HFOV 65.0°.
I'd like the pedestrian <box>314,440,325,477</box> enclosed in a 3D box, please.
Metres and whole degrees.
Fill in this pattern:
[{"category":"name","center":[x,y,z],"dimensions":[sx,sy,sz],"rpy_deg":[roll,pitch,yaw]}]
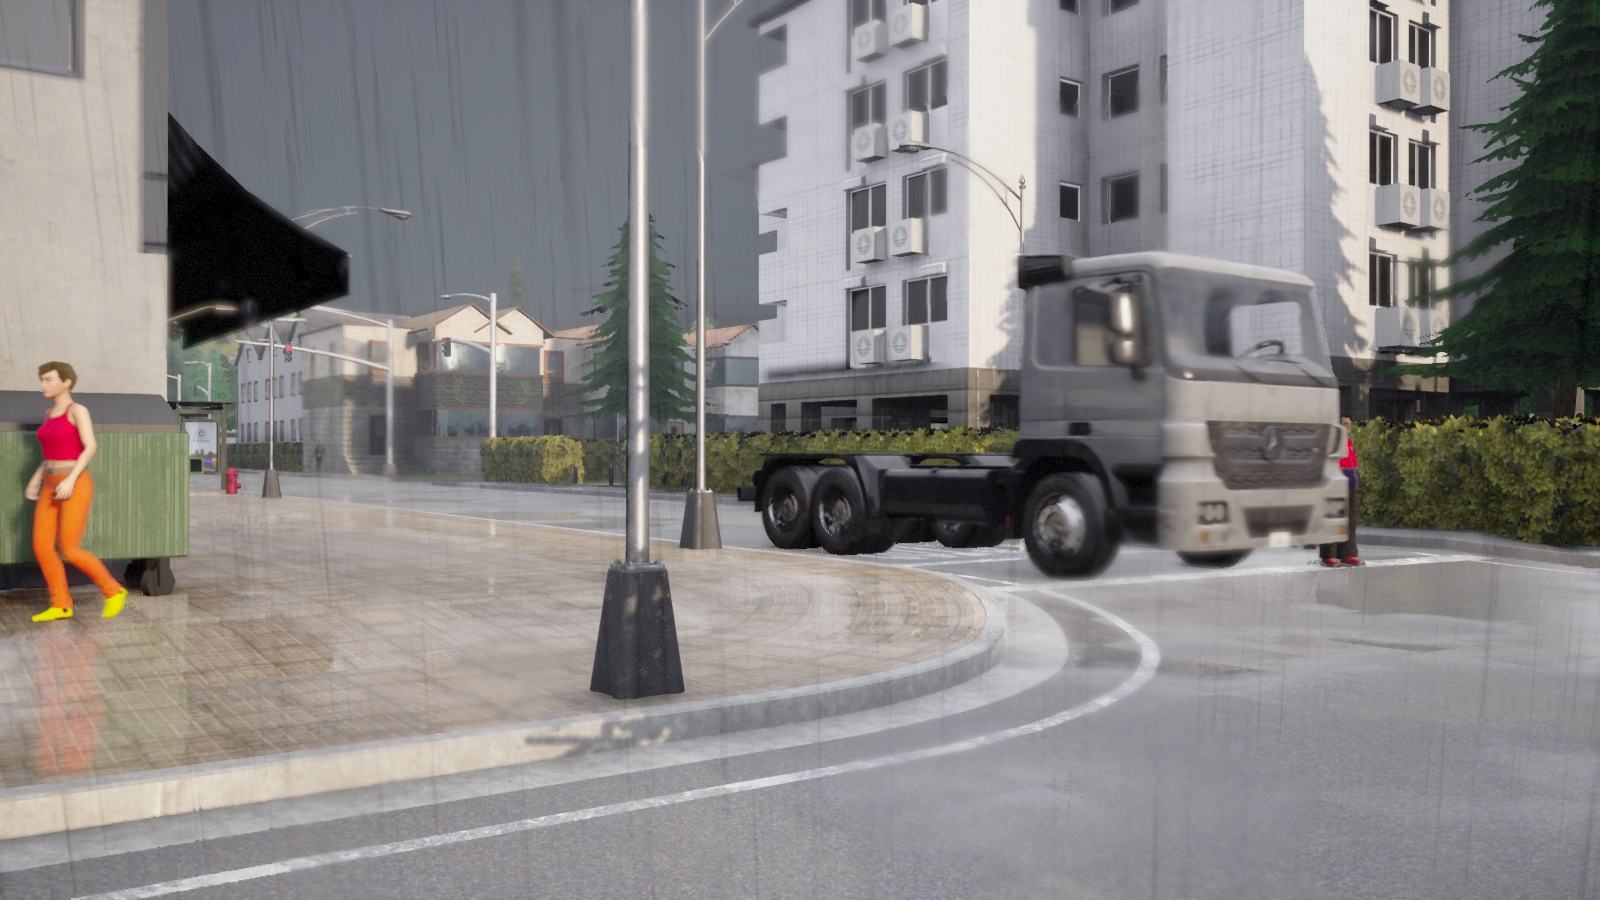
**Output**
[{"category":"pedestrian","center":[-25.878,0.446,67.627],"dimensions":[0.423,1.949,0.788],"rpy_deg":[0,0,-29]}]

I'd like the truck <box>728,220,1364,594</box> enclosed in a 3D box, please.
[{"category":"truck","center":[2.466,-0.378,15.667],"dimensions":[2.891,3.462,7.936],"rpy_deg":[0,0,-36]}]

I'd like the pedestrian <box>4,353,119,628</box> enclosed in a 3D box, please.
[{"category":"pedestrian","center":[-5.124,0.273,8.729],"dimensions":[0.345,1.836,0.594],"rpy_deg":[0,0,27]}]

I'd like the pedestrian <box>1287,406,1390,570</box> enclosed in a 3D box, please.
[{"category":"pedestrian","center":[6.287,0.427,14.691],"dimensions":[0.634,1.844,0.899],"rpy_deg":[0,0,-33]}]
